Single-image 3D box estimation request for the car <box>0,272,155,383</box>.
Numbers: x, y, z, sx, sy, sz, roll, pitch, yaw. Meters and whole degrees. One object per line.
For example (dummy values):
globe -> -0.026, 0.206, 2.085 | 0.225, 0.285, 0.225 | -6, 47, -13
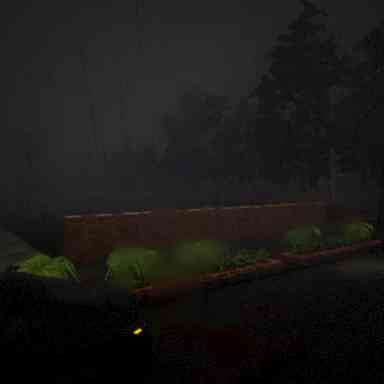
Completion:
car -> -2.563, 1.533, 2.775 | 4.674, 1.442, 1.812 | -1, 1, -35
